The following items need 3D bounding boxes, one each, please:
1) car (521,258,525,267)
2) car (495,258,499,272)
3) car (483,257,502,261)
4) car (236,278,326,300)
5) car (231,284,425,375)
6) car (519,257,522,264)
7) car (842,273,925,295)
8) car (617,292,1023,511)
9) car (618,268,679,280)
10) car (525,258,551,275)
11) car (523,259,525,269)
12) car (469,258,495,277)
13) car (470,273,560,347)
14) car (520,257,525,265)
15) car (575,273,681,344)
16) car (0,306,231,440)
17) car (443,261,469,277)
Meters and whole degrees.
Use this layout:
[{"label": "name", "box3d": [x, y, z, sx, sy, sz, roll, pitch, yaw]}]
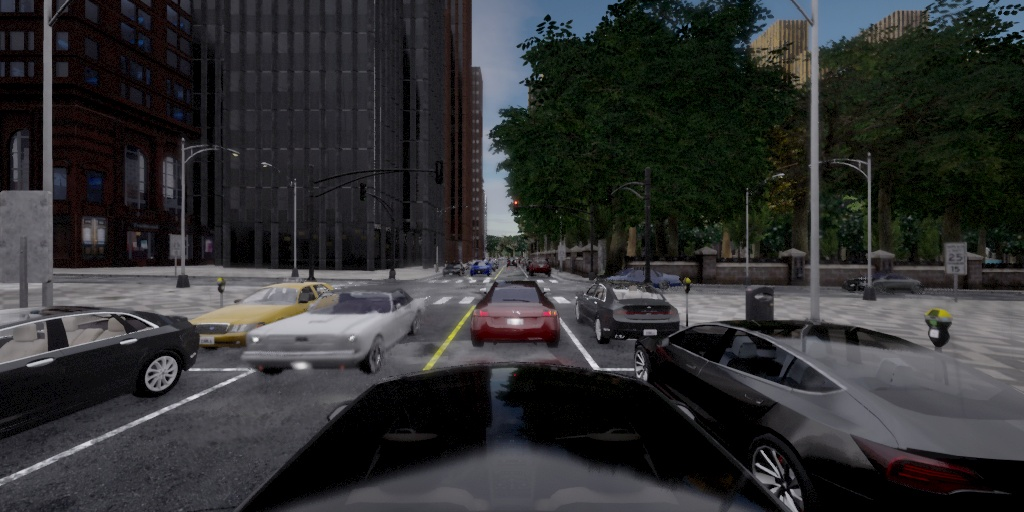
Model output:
[{"label": "car", "box3d": [2.760, 1.331, 52.383, 2.007, 1.370, 4.403, 0, 0, 0]}, {"label": "car", "box3d": [-3.093, 1.338, 46.584, 1.994, 1.385, 4.181, 0, 0, 0]}, {"label": "car", "box3d": [-3.086, 1.277, 56.630, 2.128, 1.511, 4.902, 0, 0, 0]}, {"label": "car", "box3d": [-5.763, 1.276, 9.170, 1.751, 1.417, 4.829, 0, 0, 0]}, {"label": "car", "box3d": [-3.240, 1.351, 7.611, 1.895, 1.301, 4.718, 0, 0, -2]}, {"label": "car", "box3d": [2.760, 1.233, 63.296, 1.967, 1.591, 4.097, 0, 0, 0]}, {"label": "car", "box3d": [24.962, 1.851, 24.210, 4.181, 1.385, 1.994, 1, 0, 0]}, {"label": "car", "box3d": [2.763, 1.316, 3.836, 1.948, 1.339, 4.313, 0, 0, 0]}, {"label": "car", "box3d": [8.268, 1.491, 23.638, 5.357, 1.411, 2.033, 1, 0, -7]}, {"label": "car", "box3d": [2.761, 1.077, 36.014, 2.192, 1.841, 5.009, 0, 0, 0]}, {"label": "car", "box3d": [2.761, 1.340, 46.926, 1.948, 1.339, 4.313, 0, 0, 0]}, {"label": "car", "box3d": [-3.093, 1.241, 36.619, 1.882, 1.535, 5.008, 0, 0, 0]}, {"label": "car", "box3d": [0.081, 1.314, 9.344, 1.994, 1.385, 4.181, 0, 0, 0]}, {"label": "car", "box3d": [2.760, 1.337, 57.839, 2.007, 1.370, 4.403, 0, 0, 0]}, {"label": "car", "box3d": [2.763, 1.301, 9.349, 2.007, 1.370, 4.403, 0, 0, 0]}, {"label": "car", "box3d": [-5.762, 1.300, 3.827, 2.007, 1.370, 4.403, 0, 0, 0]}, {"label": "car", "box3d": [-5.764, 1.328, 36.004, 1.948, 1.339, 4.313, 0, 0, 0]}]
